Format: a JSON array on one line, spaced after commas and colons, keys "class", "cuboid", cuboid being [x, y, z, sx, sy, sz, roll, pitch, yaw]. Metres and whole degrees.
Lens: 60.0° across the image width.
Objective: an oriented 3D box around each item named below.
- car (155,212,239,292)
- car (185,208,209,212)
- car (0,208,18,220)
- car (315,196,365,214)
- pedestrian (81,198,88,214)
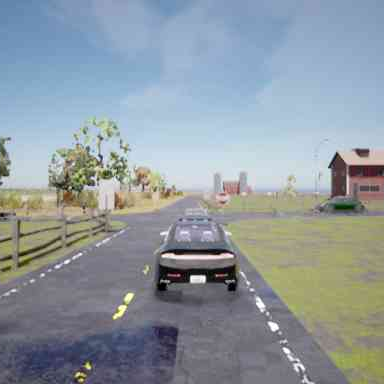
[{"class": "car", "cuboid": [0.115, 1.530, 9.047, 2.128, 1.511, 4.902, 0, 0, 0]}, {"class": "car", "cuboid": [0.350, 1.690, 21.312, 1.895, 1.301, 4.718, 0, 0, 4]}, {"class": "car", "cuboid": [-19.529, 1.944, 31.438, 5.357, 1.411, 2.033, -1, 0, 1]}, {"class": "car", "cuboid": [15.032, 1.249, 34.055, 4.553, 1.767, 2.097, -1, 0, 1]}, {"class": "pedestrian", "cuboid": [-12.104, 1.572, 37.331, 0.375, 1.860, 0.375, 0, 1, 1]}]
